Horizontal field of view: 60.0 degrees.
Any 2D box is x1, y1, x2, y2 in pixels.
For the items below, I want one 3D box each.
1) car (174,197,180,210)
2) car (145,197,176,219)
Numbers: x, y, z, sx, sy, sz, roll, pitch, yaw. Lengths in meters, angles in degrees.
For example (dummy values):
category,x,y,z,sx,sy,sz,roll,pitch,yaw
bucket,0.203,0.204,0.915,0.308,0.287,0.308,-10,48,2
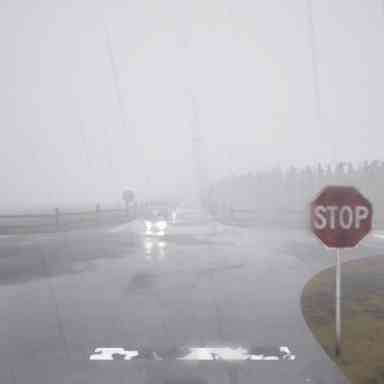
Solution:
category,x,y,z,sx,sy,sz,roll,pitch,yaw
car,-2.865,1.533,41.472,1.812,1.442,4.674,0,0,0
car,-2.902,1.495,29.009,2.128,1.511,4.902,0,0,1
